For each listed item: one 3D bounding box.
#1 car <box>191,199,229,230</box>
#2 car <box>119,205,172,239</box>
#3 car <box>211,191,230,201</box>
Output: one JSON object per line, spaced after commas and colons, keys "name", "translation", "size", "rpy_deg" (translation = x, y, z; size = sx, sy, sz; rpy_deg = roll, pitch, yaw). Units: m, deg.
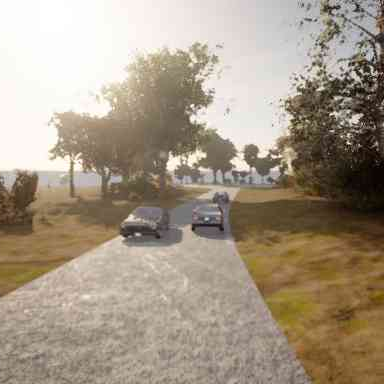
{"name": "car", "translation": [0.988, 1.390, 19.876], "size": [2.033, 1.411, 5.357], "rpy_deg": [0, 1, 5]}
{"name": "car", "translation": [-2.172, 1.415, 17.061], "size": [2.033, 1.411, 5.357], "rpy_deg": [1, 1, 4]}
{"name": "car", "translation": [3.641, 0.568, 41.277], "size": [1.812, 1.442, 4.674], "rpy_deg": [1, 3, 9]}
